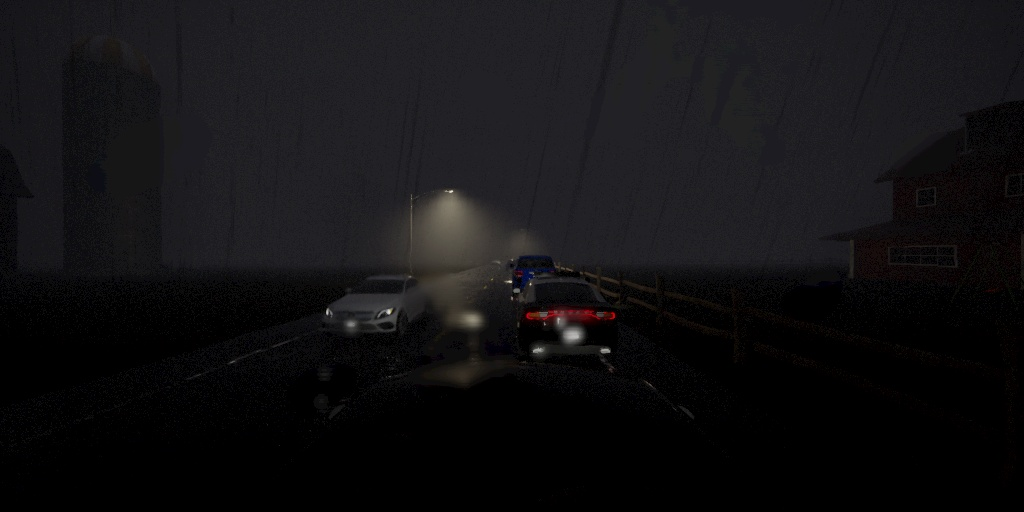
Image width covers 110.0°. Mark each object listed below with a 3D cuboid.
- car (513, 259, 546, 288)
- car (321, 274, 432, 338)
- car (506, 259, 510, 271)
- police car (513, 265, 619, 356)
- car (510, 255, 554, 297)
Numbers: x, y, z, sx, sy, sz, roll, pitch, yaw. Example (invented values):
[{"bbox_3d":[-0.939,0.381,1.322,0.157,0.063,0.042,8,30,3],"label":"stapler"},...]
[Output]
[{"bbox_3d":[1.098,1.109,24.633,2.097,1.767,4.553,0,0,0],"label":"car"},{"bbox_3d":[-3.580,1.276,10.358,1.812,1.442,4.674,0,0,0],"label":"car"},{"bbox_3d":[0.153,1.271,50.385,1.882,1.535,5.008,0,0,1],"label":"car"},{"bbox_3d":[1.067,1.175,8.771,1.930,1.638,5.238,0,0,0],"label":"police car"},{"bbox_3d":[1.088,0.978,18.693,2.150,2.045,5.566,0,0,0],"label":"car"}]
